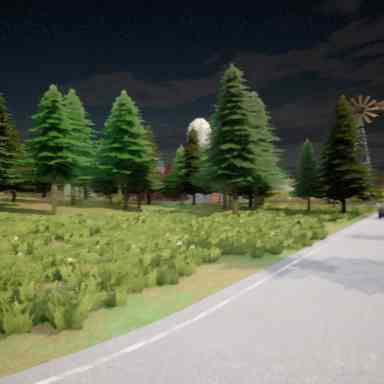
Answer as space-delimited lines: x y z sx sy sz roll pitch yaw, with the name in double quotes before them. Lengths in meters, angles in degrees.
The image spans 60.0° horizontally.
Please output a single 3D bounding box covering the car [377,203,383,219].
"car" 18.780 1.783 31.496 1.837 1.490 4.892 -1 -1 34
